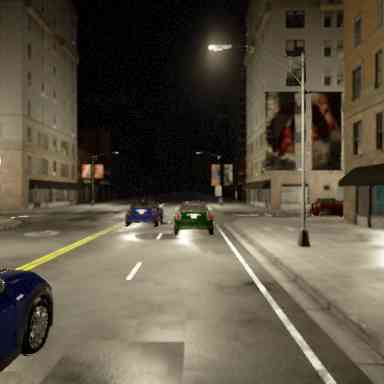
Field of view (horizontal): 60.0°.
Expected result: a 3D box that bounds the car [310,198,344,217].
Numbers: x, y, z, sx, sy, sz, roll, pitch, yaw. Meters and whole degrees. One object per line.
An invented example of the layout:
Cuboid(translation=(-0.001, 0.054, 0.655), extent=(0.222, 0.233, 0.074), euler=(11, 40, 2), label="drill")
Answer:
Cuboid(translation=(12.677, 1.273, 28.642), extent=(4.553, 1.767, 2.097), euler=(0, 0, 0), label="car")

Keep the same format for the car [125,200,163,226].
Cuboid(translation=(-3.151, 1.303, 22.813), extent=(2.097, 1.767, 4.553), euler=(0, 0, 0), label="car")

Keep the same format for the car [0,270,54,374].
Cuboid(translation=(-3.150, 1.344, 3.218), extent=(2.097, 1.767, 4.553), euler=(0, 0, 0), label="car")

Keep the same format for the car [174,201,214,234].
Cuboid(translation=(0.096, 1.310, 19.183), extent=(2.097, 1.767, 4.553), euler=(0, 0, 0), label="car")
